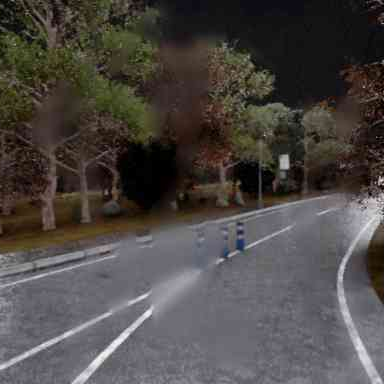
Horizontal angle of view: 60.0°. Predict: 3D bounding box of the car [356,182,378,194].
[{"bbox_3d":[22.572,-0.579,42.952,1.837,1.490,4.892,-1,3,41],"label":"car"}]
